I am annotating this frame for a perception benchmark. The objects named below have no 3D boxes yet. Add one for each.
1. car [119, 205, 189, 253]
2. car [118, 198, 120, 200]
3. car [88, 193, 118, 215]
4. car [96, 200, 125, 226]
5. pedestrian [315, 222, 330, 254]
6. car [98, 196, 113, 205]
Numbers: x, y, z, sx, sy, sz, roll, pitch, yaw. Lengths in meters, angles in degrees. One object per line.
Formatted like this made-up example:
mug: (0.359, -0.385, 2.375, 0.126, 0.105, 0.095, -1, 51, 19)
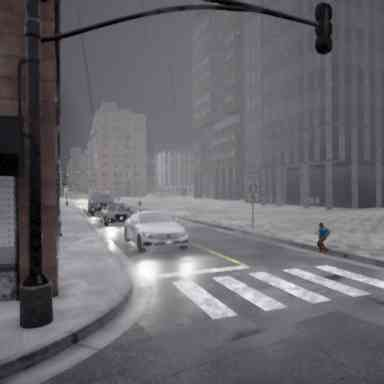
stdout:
car: (-1.632, 1.466, 13.758, 1.812, 1.442, 4.674, -1, 0, -21)
car: (-11.222, 1.452, 47.545, 1.895, 1.301, 4.718, -1, 0, -21)
car: (-9.063, 1.131, 33.037, 2.150, 2.045, 5.566, -1, 0, -21)
car: (-5.230, 1.490, 23.053, 1.994, 1.385, 4.181, -1, 0, -21)
pedestrian: (4.459, 1.565, 11.309, 0.500, 1.100, 0.500, -1, 0, -21)
car: (-14.898, 1.437, 57.094, 1.895, 1.301, 4.718, -1, 0, -21)
